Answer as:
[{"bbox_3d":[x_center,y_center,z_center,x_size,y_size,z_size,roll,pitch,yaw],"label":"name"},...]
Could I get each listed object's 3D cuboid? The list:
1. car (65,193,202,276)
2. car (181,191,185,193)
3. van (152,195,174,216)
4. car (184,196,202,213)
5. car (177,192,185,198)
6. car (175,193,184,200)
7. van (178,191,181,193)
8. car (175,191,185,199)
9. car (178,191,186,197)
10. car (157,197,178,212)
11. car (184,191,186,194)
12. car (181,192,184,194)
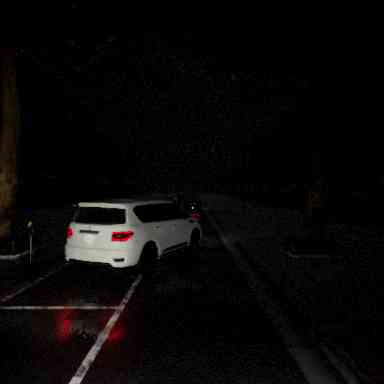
[{"bbox_3d":[-1.511,1.216,10.733,2.150,2.045,5.566,1,1,23],"label":"car"},{"bbox_3d":[-2.663,0.920,64.627,1.947,1.339,4.313,1,1,0],"label":"car"},{"bbox_3d":[-2.649,1.213,31.375,1.690,1.788,3.998,0,0,0],"label":"van"},{"bbox_3d":[0.074,1.320,36.491,1.837,1.490,4.892,0,1,0],"label":"car"},{"bbox_3d":[-2.675,0.636,81.073,1.752,1.417,4.829,1,1,0],"label":"car"},{"bbox_3d":[-2.668,0.848,70.167,1.802,1.307,4.206,1,1,0],"label":"car"},{"bbox_3d":[-2.651,1.074,42.465,1.690,1.788,3.998,1,1,0],"label":"van"},{"bbox_3d":[-2.670,0.625,75.703,1.967,1.590,4.097,1,1,0],"label":"car"},{"bbox_3d":[-2.678,0.477,86.781,1.967,1.590,4.097,1,1,0],"label":"car"},{"bbox_3d":[-2.652,1.360,36.923,2.008,1.369,4.403,1,1,0],"label":"car"},{"bbox_3d":[0.067,1.029,54.730,1.837,1.490,4.892,0,1,0],"label":"car"},{"bbox_3d":[-2.656,1.128,53.552,1.802,1.307,4.206,1,1,0],"label":"car"}]
